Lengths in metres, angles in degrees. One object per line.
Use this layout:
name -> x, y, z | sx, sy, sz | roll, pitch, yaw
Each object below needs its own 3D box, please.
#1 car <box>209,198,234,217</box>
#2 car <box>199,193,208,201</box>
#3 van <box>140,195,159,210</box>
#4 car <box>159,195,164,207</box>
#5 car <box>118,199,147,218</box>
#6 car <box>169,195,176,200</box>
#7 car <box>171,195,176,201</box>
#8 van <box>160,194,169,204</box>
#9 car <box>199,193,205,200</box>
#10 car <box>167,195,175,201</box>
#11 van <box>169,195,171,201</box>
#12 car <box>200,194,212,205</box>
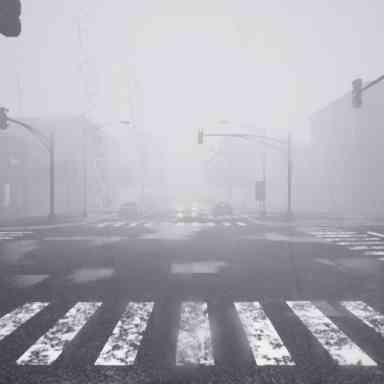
car -> 2.800, 1.518, 30.530 | 1.752, 1.417, 4.829 | -1, 0, 0
car -> 3.003, 1.292, 85.823 | 2.192, 1.841, 5.009 | -1, 0, 0
van -> -5.541, 1.331, 41.484 | 1.690, 1.788, 3.998 | 0, 0, 0
car -> -5.519, 1.533, 47.031 | 1.887, 1.381, 4.507 | 0, 0, 0
car -> -5.580, 1.575, 30.392 | 1.802, 1.307, 4.206 | 0, 0, 0
car -> -5.355, 1.557, 91.400 | 1.802, 1.307, 4.206 | 0, 0, 0
car -> -5.396, 1.544, 80.308 | 1.947, 1.339, 4.313 | 0, 0, 0
van -> -5.480, 1.326, 58.123 | 1.690, 1.788, 3.998 | 0, 0, 0
car -> 2.964, 1.546, 74.730 | 1.947, 1.339, 4.313 | -1, 0, 0
car -> -5.375, 1.521, 85.854 | 1.887, 1.381, 4.507 | 0, 0, 0
van -> -5.459, 1.325, 63.669 | 1.690, 1.788, 3.998 | 0, 0, 0
car -> 2.903, 1.536, 58.092 | 2.008, 1.369, 4.403 | -1, 0, 0
